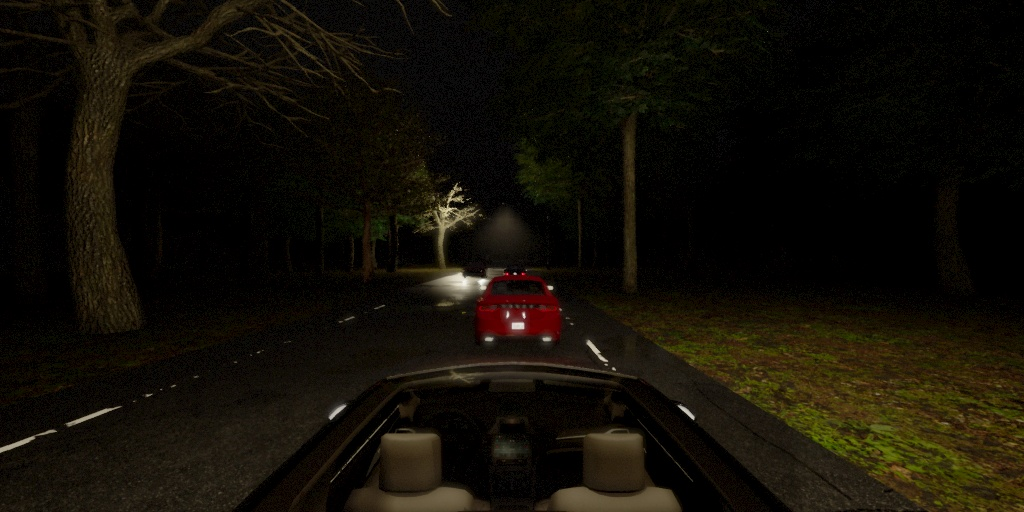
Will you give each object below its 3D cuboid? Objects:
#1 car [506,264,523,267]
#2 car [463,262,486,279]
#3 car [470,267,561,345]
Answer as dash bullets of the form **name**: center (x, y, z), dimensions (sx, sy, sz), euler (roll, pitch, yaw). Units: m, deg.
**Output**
- **car**: center (0.210, 1.352, 28.294), dimensions (2.033, 1.411, 5.357), euler (0, 0, 0)
- **car**: center (-3.473, 1.304, 33.953), dimensions (1.882, 1.535, 5.008), euler (0, 0, 0)
- **car**: center (0.130, 1.235, 9.559), dimensions (1.882, 1.535, 5.008), euler (0, 0, 0)
